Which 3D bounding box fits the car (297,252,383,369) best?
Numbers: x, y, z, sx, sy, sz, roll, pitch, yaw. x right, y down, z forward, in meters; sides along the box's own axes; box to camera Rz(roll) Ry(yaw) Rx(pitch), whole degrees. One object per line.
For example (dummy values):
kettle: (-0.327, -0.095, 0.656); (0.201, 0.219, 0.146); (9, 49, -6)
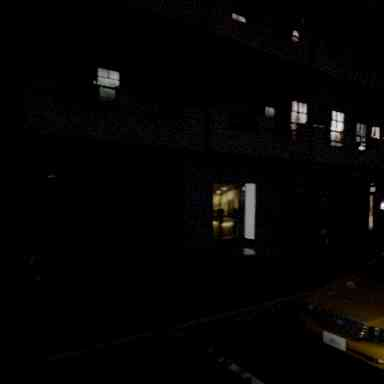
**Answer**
car: (3.748, 1.524, 5.444); (4.829, 1.417, 1.752); (0, 1, -34)
